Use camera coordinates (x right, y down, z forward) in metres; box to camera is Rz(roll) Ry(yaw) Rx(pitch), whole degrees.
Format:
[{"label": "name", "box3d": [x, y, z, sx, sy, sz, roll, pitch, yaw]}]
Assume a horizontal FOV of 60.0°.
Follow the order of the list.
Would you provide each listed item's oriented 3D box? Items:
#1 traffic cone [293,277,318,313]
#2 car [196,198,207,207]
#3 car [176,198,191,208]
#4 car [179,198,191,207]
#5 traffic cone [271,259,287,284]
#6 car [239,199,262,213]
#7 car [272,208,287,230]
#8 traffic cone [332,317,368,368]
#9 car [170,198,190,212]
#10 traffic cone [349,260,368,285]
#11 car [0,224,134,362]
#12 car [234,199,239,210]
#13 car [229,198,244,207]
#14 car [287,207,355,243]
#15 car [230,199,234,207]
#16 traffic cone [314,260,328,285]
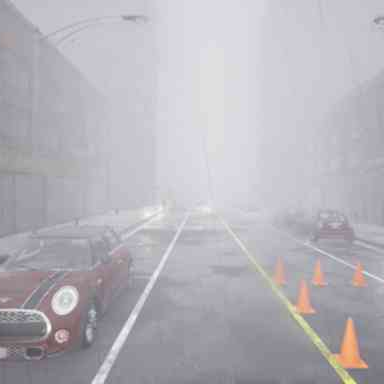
[{"label": "traffic cone", "box3d": [2.184, 2.001, 6.499, 0.340, 0.580, 0.340, 1, 0, 1]}, {"label": "car", "box3d": [1.617, 1.703, 55.552, 2.033, 1.411, 5.357, 1, 0, 1]}, {"label": "car", "box3d": [-1.282, 1.648, 50.037, 2.008, 1.369, 4.403, 0, 0, 1]}, {"label": "car", "box3d": [-1.152, 1.659, 55.541, 1.887, 1.381, 4.507, 0, 0, 1]}, {"label": "traffic cone", "box3d": [2.231, 2.006, 8.497, 0.340, 0.580, 0.340, 1, 0, 1]}, {"label": "car", "box3d": [6.980, 1.757, 38.829, 1.947, 1.339, 4.313, 0, 0, 1]}, {"label": "car", "box3d": [6.591, 1.690, 22.318, 1.887, 1.381, 4.507, 0, 0, 1]}, {"label": "traffic cone", "box3d": [2.136, 1.996, 4.499, 0.340, 0.580, 0.340, 1, 0, 1]}, {"label": "car", "box3d": [-1.541, 1.505, 39.030, 1.967, 1.590, 4.097, 0, 0, 1]}, {"label": "traffic cone", "box3d": [4.230, 2.035, 8.450, 0.340, 0.580, 0.340, 1, 0, 1]}, {"label": "car", "box3d": [-2.320, 1.418, 6.009, 1.967, 1.590, 4.097, 0, 0, 1]}, {"label": "car", "box3d": [7.110, 1.752, 44.332, 1.887, 1.381, 4.507, 0, 0, 1]}, {"label": "car", "box3d": [7.370, 1.784, 55.340, 1.887, 1.381, 4.507, 0, 0, 1]}, {"label": "car", "box3d": [6.461, 1.571, 16.815, 1.967, 1.590, 4.097, 0, 0, 1]}, {"label": "car", "box3d": [7.240, 1.768, 49.836, 1.887, 1.381, 4.507, 0, 0, 1]}, {"label": "traffic cone", "box3d": [3.230, 2.021, 8.473, 0.340, 0.580, 0.340, 1, 0, 1]}]
